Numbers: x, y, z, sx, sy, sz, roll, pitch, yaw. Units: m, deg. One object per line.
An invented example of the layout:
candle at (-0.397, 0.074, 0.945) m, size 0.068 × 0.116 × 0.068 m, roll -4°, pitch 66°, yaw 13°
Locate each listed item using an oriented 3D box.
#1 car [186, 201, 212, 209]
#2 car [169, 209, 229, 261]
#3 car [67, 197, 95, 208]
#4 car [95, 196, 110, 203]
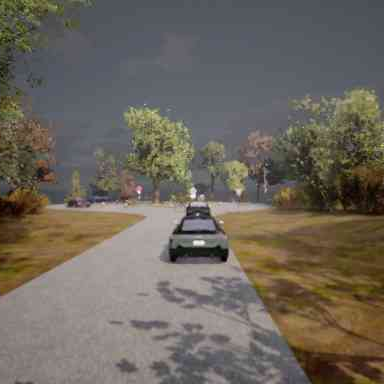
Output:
car at (0.545, 1.435, 26.251) m, size 1.882 × 1.535 × 5.008 m, roll 0°, pitch 0°, yaw 3°
car at (0.236, 1.546, 12.249) m, size 1.994 × 1.385 × 4.181 m, roll 0°, pitch 0°, yaw 1°
car at (-15.496, 1.478, 45.491) m, size 1.994 × 1.385 × 4.181 m, roll 0°, pitch 0°, yaw -41°
car at (-17.396, 1.483, 61.386) m, size 1.895 × 1.301 × 4.718 m, roll 0°, pitch 0°, yaw 33°
